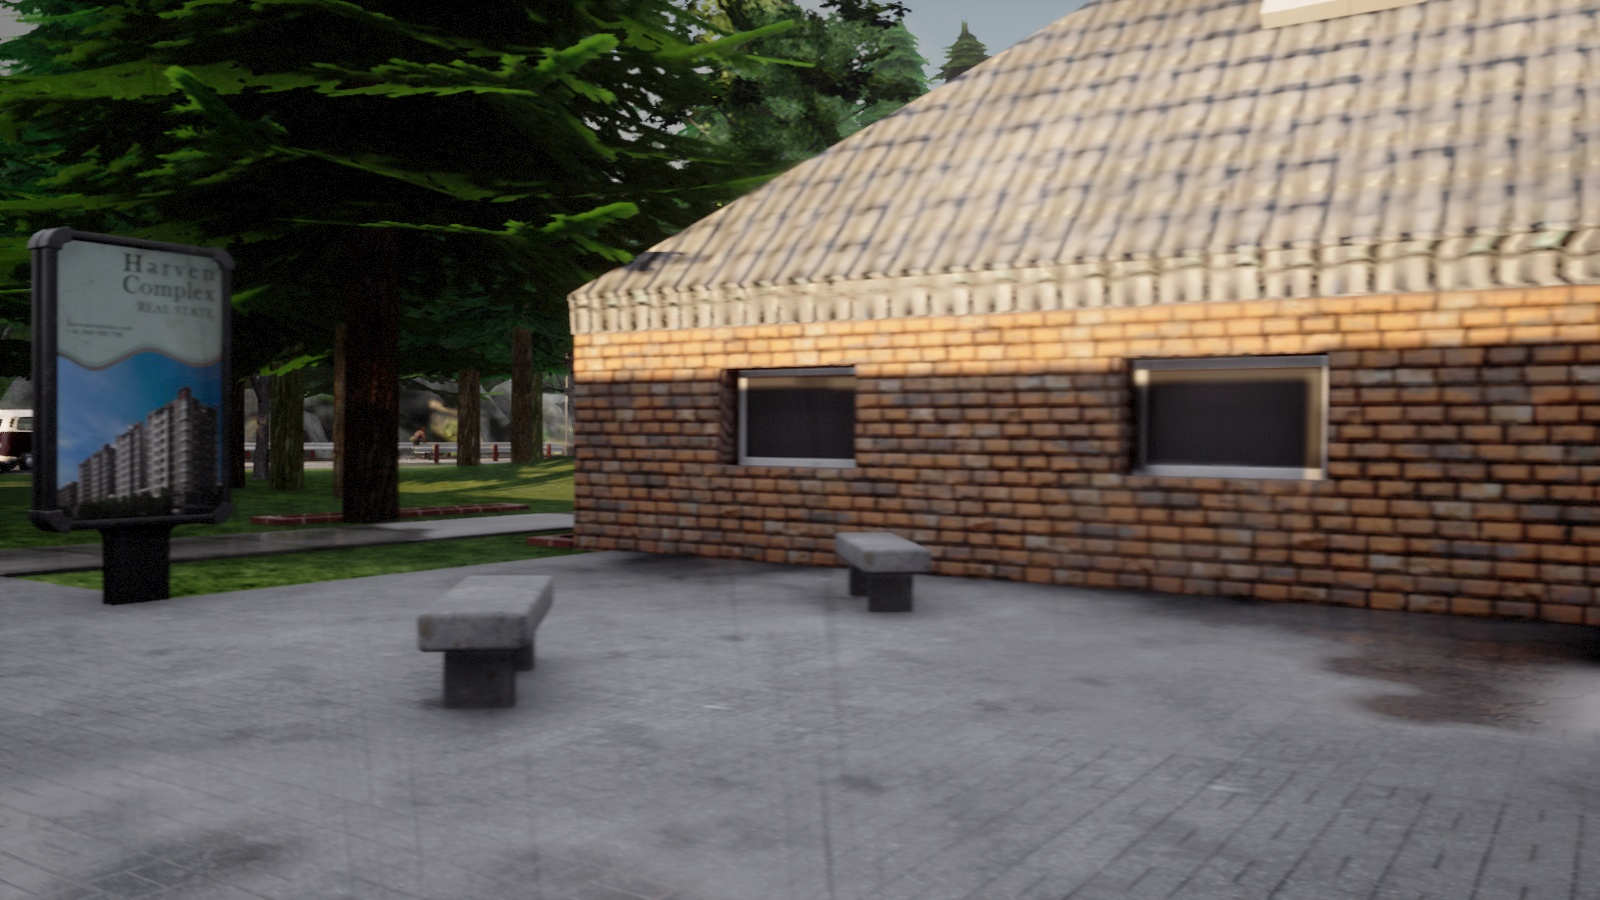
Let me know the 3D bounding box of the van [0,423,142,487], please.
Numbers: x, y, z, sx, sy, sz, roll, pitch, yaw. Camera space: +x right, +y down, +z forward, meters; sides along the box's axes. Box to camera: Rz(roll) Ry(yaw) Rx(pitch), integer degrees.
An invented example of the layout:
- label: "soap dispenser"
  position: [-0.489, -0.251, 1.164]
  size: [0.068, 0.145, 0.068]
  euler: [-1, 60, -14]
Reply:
- label: "van"
  position: [-25.180, 0.128, 42.751]
  size: [2.069, 2.038, 4.480]
  euler: [0, 1, 33]
